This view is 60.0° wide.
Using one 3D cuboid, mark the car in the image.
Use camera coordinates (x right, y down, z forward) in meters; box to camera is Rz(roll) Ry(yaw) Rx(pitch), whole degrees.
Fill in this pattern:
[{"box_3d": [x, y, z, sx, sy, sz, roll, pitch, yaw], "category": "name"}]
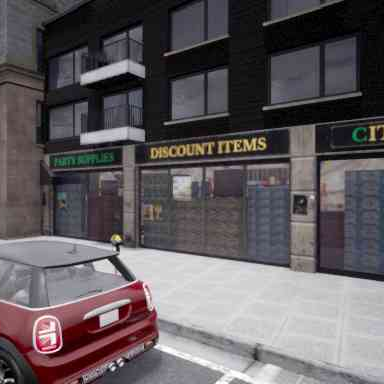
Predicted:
[{"box_3d": [-2.509, 1.440, 4.872, 4.097, 1.590, 1.967, 0, 0, 36], "category": "car"}]
